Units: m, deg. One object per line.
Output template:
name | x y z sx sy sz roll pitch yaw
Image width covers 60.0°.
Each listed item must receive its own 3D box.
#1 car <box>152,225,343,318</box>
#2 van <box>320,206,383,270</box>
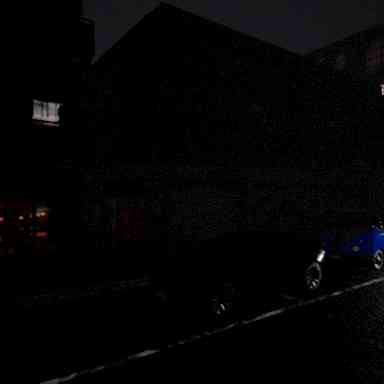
car | 1.208 1.567 7.422 4.313 1.339 1.947 0 0 -36
van | 5.807 1.344 10.703 3.998 1.788 1.690 0 0 -36
